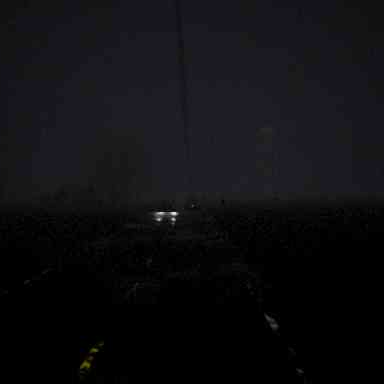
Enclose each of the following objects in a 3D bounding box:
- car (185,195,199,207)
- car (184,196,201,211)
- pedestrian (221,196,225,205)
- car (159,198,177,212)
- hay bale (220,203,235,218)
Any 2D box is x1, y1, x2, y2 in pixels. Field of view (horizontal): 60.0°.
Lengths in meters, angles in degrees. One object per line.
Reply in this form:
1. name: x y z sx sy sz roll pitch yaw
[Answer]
1. car: 0.023 1.366 51.489 2.097 1.767 4.553 0 0 0
2. car: 0.058 1.570 41.117 1.994 1.385 4.181 0 0 0
3. pedestrian: 2.838 1.280 30.959 0.375 1.860 0.375 -1 1 -3
4. car: -2.826 1.482 39.243 1.882 1.535 5.008 0 0 0
5. hay bale: 3.146 1.655 29.865 1.220 1.180 1.240 1 1 0
